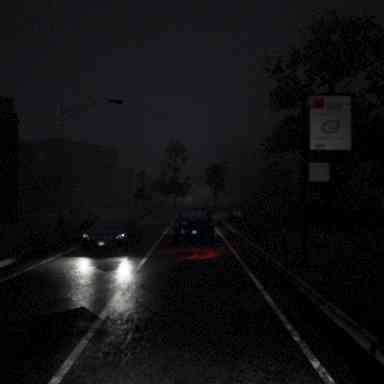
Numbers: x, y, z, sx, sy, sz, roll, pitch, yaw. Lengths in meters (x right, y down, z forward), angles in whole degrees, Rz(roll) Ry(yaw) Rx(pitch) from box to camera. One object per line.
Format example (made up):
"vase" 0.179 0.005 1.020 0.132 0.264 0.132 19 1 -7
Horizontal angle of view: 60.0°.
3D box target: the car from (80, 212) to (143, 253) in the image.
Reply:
"car" -3.269 1.628 14.365 1.812 1.442 4.674 0 -1 1

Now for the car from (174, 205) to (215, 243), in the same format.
"car" 0.104 1.617 16.886 1.882 1.535 5.008 0 -1 0

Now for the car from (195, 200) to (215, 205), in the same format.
"car" 1.061 1.869 32.947 1.837 1.490 4.892 0 0 10
